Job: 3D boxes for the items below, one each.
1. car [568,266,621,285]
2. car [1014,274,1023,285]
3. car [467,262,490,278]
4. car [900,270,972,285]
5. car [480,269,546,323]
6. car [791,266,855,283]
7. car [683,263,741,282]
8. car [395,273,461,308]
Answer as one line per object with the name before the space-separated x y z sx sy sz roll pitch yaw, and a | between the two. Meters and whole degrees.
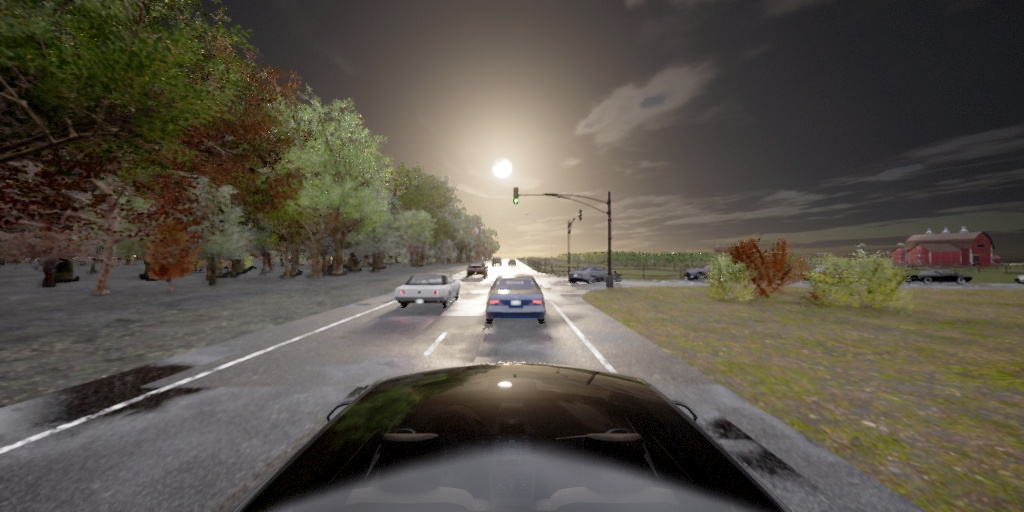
car | 6.239 1.401 26.920 4.181 1.385 1.994 1 -2 -35
car | 48.648 1.903 32.411 4.902 1.511 2.128 1 -1 1
car | -3.394 1.344 35.795 1.837 1.490 4.892 0 0 0
car | 38.264 1.900 32.506 4.718 1.301 1.895 1 -1 1
car | 0.102 1.326 12.259 2.033 1.411 5.357 0 0 0
car | 28.120 1.666 32.558 5.008 1.535 1.882 1 -1 0
car | 18.089 1.432 32.634 4.553 1.767 2.097 1 -1 1
car | -3.396 1.388 15.437 1.895 1.301 4.718 0 0 0
